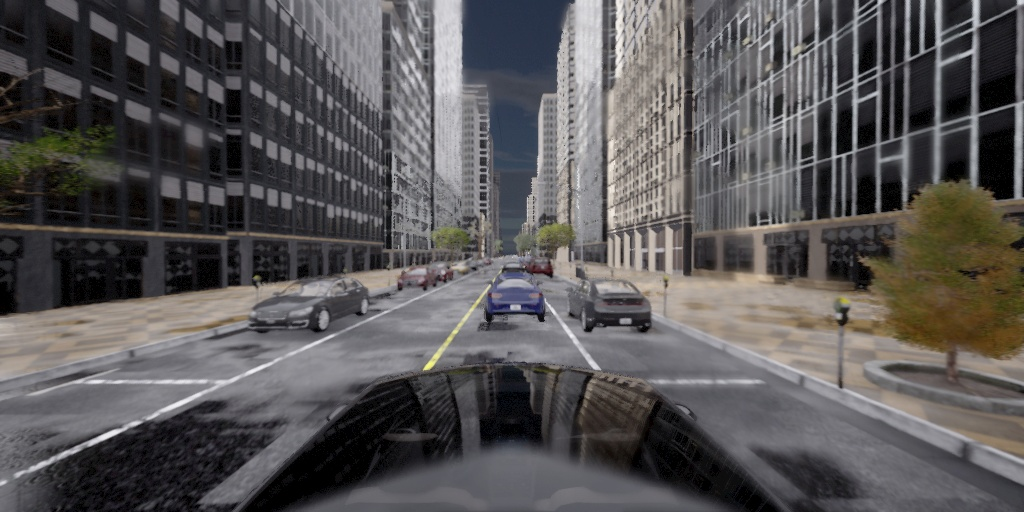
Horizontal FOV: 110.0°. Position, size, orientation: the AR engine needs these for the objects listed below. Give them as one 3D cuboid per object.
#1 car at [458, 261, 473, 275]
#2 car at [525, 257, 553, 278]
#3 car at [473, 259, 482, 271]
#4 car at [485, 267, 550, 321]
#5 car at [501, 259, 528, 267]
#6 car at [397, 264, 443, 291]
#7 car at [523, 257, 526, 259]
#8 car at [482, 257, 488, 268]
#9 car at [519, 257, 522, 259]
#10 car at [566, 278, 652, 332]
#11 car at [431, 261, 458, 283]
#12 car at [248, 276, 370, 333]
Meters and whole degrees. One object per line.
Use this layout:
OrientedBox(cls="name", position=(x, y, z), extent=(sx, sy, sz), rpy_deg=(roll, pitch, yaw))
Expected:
OrientedBox(cls="car", position=(-5.690, 1.298, 38.901), extent=(1.751, 1.417, 4.829), rpy_deg=(0, 0, 0))
OrientedBox(cls="car", position=(2.690, 1.084, 33.387), extent=(2.192, 1.841, 5.009), rpy_deg=(0, 0, 0))
OrientedBox(cls="car", position=(-5.690, 1.344, 50.438), extent=(1.948, 1.339, 4.313), rpy_deg=(0, 0, 0))
OrientedBox(cls="car", position=(0.102, 1.282, 12.380), extent=(1.812, 1.442, 4.674), rpy_deg=(0, 0, 0))
OrientedBox(cls="car", position=(0.104, 1.245, 29.891), extent=(1.882, 1.535, 5.008), rpy_deg=(0, 0, 0))
OrientedBox(cls="car", position=(-5.691, 1.344, 22.019), extent=(1.802, 1.307, 4.207), rpy_deg=(0, 0, 0))
OrientedBox(cls="car", position=(2.691, 1.087, 39.071), extent=(2.192, 1.841, 5.009), rpy_deg=(0, 0, 0))
OrientedBox(cls="car", position=(-5.689, 1.334, 61.805), extent=(2.007, 1.370, 4.403), rpy_deg=(0, 0, 0))
OrientedBox(cls="car", position=(2.691, 1.224, 61.805), extent=(1.967, 1.591, 4.097), rpy_deg=(0, 0, 0))
OrientedBox(cls="car", position=(2.690, 1.306, 10.652), extent=(2.007, 1.370, 4.403), rpy_deg=(0, 0, 0))
OrientedBox(cls="car", position=(-5.690, 1.205, 27.703), extent=(1.967, 1.591, 4.097), rpy_deg=(0, 0, 0))
OrientedBox(cls="car", position=(-5.691, 1.306, 10.652), extent=(2.007, 1.370, 4.403), rpy_deg=(0, 0, 0))
